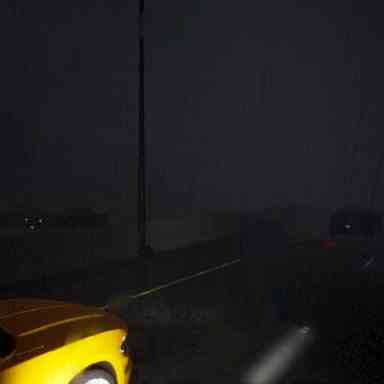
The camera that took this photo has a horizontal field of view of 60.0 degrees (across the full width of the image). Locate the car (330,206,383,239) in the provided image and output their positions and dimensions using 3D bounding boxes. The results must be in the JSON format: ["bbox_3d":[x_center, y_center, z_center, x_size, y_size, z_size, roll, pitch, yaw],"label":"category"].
[{"bbox_3d":[8.794,1.476,17.605,1.882,1.535,5.008,0,0,36],"label":"car"}]

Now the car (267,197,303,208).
[{"bbox_3d":[10.862,1.504,38.552,1.837,1.490,4.892,0,0,35],"label":"car"}]

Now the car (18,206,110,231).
[{"bbox_3d":[-7.306,1.600,19.726,1.895,1.301,4.718,0,0,36],"label":"car"}]

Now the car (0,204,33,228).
[{"bbox_3d":[-10.960,1.600,20.665,1.895,1.301,4.718,0,0,36],"label":"car"}]

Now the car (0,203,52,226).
[{"bbox_3d":[-12.714,1.562,24.186,1.994,1.385,4.181,0,0,36],"label":"car"}]

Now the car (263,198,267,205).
[{"bbox_3d":[13.902,1.561,55.233,1.994,1.385,4.181,0,0,34],"label":"car"}]

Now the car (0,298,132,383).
[{"bbox_3d":[-2.569,1.477,2.067,1.882,1.535,5.008,0,0,35],"label":"car"}]

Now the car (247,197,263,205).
[{"bbox_3d":[11.424,1.544,57.758,2.033,1.411,5.357,0,0,34],"label":"car"}]

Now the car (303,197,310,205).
[{"bbox_3d":[18.409,1.561,55.679,1.994,1.385,4.181,0,0,33],"label":"car"}]
